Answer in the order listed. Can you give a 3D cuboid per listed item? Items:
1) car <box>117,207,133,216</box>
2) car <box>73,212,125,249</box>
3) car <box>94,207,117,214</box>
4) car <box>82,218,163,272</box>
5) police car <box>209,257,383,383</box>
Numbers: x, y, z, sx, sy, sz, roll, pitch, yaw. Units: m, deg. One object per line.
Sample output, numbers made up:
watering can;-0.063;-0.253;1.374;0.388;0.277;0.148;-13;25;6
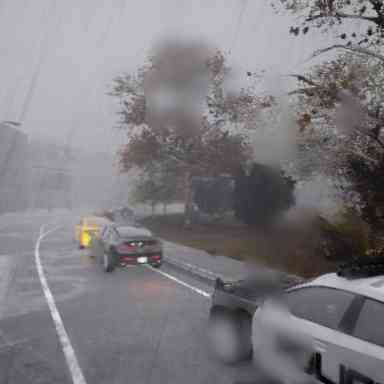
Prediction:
car;-10.512;2.990;50.681;1.837;1.490;4.892;0;-1;12
car;-5.204;2.069;17.779;1.882;1.535;5.008;1;-2;-24
car;-11.161;2.868;41.348;1.895;1.301;4.718;0;-1;1
car;-2.650;1.936;12.517;1.837;1.490;4.892;2;-2;-27
police car;1.971;1.591;3.829;1.930;1.638;5.238;2;-2;-28
